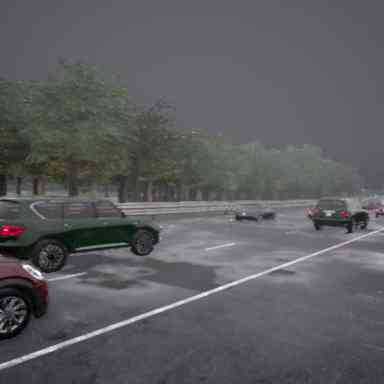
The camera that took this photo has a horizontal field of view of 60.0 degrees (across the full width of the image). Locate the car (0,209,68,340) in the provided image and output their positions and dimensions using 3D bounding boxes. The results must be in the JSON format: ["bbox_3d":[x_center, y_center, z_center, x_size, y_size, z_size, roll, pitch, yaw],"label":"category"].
[{"bbox_3d":[-4.417,1.285,4.555,2.097,1.767,4.553,1,0,41],"label":"car"}]

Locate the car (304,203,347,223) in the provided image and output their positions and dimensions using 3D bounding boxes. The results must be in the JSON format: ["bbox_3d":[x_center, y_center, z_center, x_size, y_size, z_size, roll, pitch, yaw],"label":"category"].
[{"bbox_3d":[11.838,1.751,29.194,2.033,1.411,5.357,1,0,39],"label":"car"}]

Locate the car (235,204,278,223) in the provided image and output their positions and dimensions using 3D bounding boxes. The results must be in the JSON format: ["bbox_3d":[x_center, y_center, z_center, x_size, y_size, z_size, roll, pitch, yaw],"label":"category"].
[{"bbox_3d":[5.210,1.652,26.608,1.994,1.385,4.181,1,0,39],"label":"car"}]

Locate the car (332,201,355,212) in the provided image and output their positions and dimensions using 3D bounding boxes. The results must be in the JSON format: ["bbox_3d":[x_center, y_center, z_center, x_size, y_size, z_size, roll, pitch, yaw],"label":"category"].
[{"bbox_3d":[21.403,1.999,46.867,1.895,1.301,4.718,1,0,37],"label":"car"}]

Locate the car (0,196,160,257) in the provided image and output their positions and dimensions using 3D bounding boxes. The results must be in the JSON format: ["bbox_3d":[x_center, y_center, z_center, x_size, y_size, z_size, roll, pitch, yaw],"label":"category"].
[{"bbox_3d":[-3.544,1.160,10.750,2.150,2.045,5.566,1,0,41],"label":"car"}]

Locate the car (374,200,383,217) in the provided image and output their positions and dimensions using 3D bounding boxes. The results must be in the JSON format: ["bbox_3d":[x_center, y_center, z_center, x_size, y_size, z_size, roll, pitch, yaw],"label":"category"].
[{"bbox_3d":[20.296,1.901,34.367,2.033,1.411,5.357,1,0,38],"label":"car"}]

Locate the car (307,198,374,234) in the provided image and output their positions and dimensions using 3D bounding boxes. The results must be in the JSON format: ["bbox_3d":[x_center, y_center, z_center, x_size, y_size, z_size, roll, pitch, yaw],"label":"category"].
[{"bbox_3d":[9.461,1.397,20.932,2.150,2.045,5.566,1,0,39],"label":"car"}]

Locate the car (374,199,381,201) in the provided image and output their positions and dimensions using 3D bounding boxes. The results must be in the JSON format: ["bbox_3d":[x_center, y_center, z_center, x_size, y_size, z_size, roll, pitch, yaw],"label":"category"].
[{"bbox_3d":[27.912,1.874,49.919,2.097,1.767,4.553,1,0,37],"label":"car"}]
